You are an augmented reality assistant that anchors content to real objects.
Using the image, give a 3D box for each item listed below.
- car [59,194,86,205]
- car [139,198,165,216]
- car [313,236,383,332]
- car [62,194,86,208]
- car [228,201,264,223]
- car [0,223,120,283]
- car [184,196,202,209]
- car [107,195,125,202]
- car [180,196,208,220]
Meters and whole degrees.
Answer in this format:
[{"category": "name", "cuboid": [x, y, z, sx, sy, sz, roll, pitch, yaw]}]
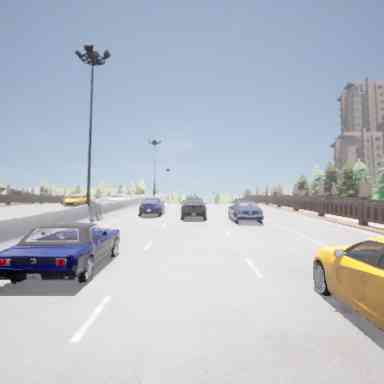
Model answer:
[{"category": "car", "cuboid": [-17.462, 1.087, 48.836, 2.128, 1.511, 4.902, 0, -1, 1]}, {"category": "car", "cuboid": [-3.364, 1.245, 28.173, 1.812, 1.442, 4.674, 0, 1, 0]}, {"category": "car", "cuboid": [3.607, 1.432, 5.392, 1.882, 1.535, 5.008, 0, 0, 0]}, {"category": "car", "cuboid": [-14.030, 1.068, 40.515, 1.882, 1.535, 5.008, 0, 0, 0]}, {"category": "car", "cuboid": [3.628, 1.320, 23.062, 2.033, 1.411, 5.357, 0, 1, 0]}, {"category": "car", "cuboid": [-3.388, 1.514, 9.375, 1.895, 1.301, 4.718, 0, 1, 0]}, {"category": "car", "cuboid": [0.149, 1.166, 39.528, 1.994, 1.385, 4.181, 0, 1, 0]}, {"category": "car", "cuboid": [-10.490, 1.094, 46.269, 1.812, 1.442, 4.674, 0, 0, 1]}, {"category": "car", "cuboid": [0.132, 1.251, 25.557, 1.837, 1.490, 4.892, 0, 1, 0]}]
